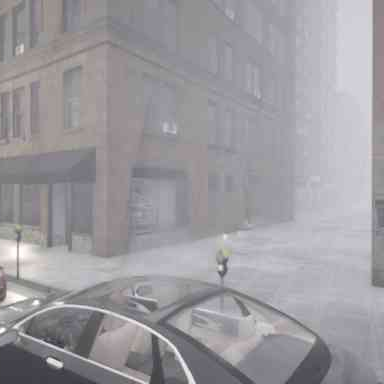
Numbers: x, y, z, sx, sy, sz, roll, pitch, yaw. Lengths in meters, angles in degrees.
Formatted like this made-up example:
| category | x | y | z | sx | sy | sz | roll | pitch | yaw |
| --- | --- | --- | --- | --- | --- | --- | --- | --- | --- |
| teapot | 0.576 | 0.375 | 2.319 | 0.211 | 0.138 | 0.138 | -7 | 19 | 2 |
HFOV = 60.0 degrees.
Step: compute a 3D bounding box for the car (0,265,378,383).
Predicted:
| category | x | y | z | sx | sy | sz | roll | pitch | yaw |
| --- | --- | --- | --- | --- | --- | --- | --- | --- | --- |
| car | -0.616 | 1.546 | 3.281 | 4.403 | 1.369 | 2.008 | 0 | 0 | 35 |
